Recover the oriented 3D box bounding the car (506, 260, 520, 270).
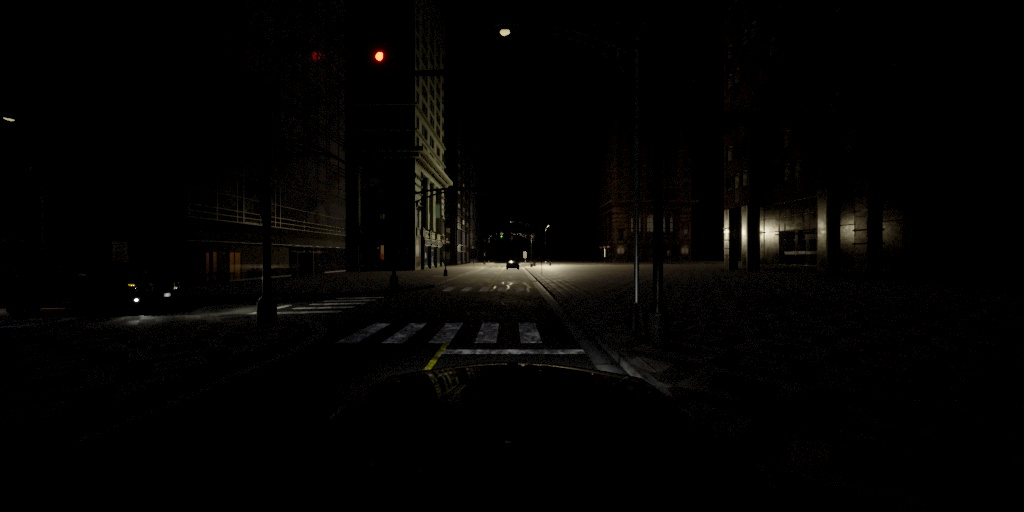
[{"bbox_3d":[0.111,1.325,53.476,1.994,1.385,4.181,0,0,0],"label":"car"}]

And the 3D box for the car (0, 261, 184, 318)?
[{"bbox_3d":[-16.104,1.192,13.855,5.566,2.045,2.150,-1,0,0],"label":"car"}]
